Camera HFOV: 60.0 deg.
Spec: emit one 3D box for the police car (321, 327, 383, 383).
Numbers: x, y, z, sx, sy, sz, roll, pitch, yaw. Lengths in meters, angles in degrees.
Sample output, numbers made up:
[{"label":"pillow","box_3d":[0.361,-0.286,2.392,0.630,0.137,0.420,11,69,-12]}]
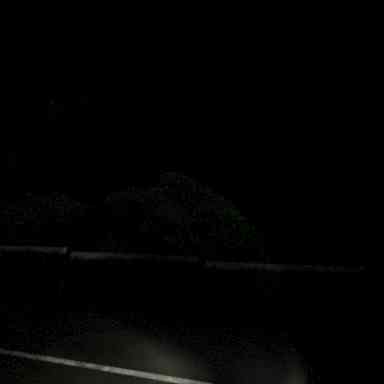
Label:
[{"label":"police car","box_3d":[3.865,1.689,2.637,5.238,1.638,1.930,1,-3,15]}]
